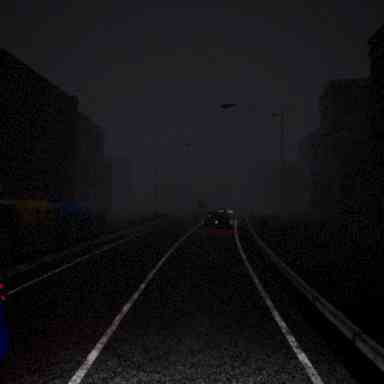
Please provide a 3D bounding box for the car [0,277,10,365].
[{"bbox_3d":[-3.036,1.232,1.289,2.150,2.045,5.566,0,-1,1],"label":"car"}]

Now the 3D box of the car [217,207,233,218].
[{"bbox_3d":[4.320,2.575,42.801,1.895,1.301,4.718,0,-3,8],"label":"car"}]

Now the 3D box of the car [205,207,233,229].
[{"bbox_3d":[2.062,1.987,26.178,2.128,1.511,4.902,0,-1,7],"label":"car"}]
